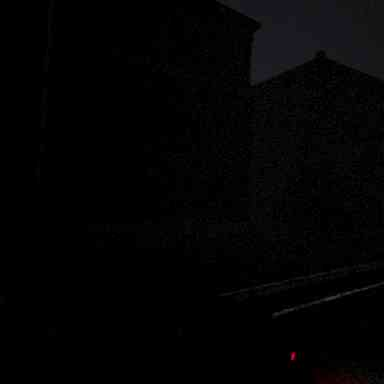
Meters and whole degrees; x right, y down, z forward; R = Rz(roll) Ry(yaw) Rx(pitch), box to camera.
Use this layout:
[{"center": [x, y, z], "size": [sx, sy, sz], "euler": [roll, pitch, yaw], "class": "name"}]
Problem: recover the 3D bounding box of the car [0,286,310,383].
[{"center": [-1.448, 1.546, 2.317], "size": [5.357, 1.411, 2.033], "euler": [0, 0, -35], "class": "car"}]
